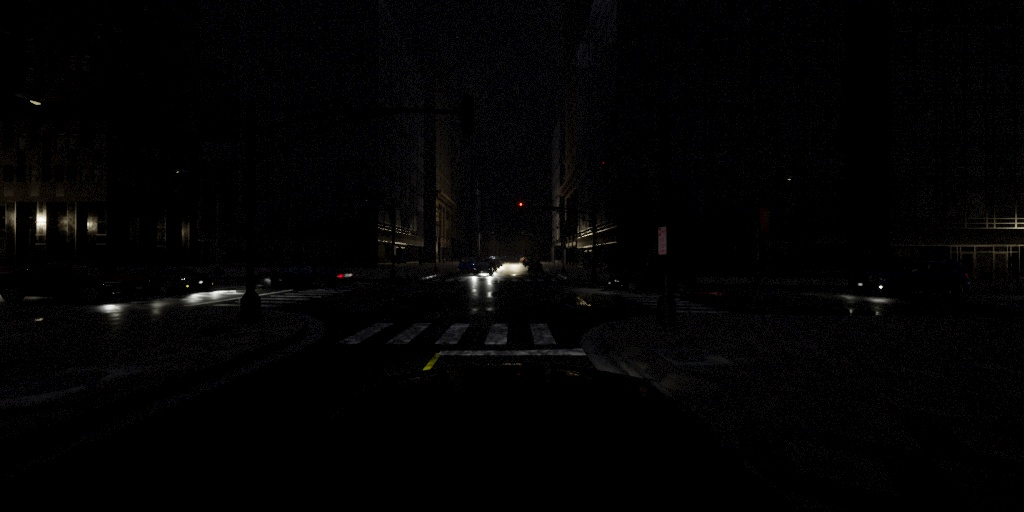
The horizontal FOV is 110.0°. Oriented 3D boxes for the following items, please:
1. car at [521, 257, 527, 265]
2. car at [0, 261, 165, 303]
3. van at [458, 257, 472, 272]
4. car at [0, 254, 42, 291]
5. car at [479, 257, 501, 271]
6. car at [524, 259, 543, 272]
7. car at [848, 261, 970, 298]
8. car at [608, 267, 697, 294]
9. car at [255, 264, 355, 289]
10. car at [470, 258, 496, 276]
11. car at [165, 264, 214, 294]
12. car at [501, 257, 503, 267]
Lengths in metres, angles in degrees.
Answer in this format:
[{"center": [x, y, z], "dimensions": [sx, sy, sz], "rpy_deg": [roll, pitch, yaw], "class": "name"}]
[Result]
[{"center": [2.988, 1.270, 62.013], "dimensions": [1.802, 1.307, 4.207], "rpy_deg": [0, 0, 0], "class": "car"}, {"center": [-17.610, 0.994, 14.538], "dimensions": [5.008, 1.535, 1.882], "rpy_deg": [1, 0, 0], "class": "car"}, {"center": [-5.646, 1.058, 45.118], "dimensions": [1.690, 1.789, 3.998], "rpy_deg": [0, 0, 0], "class": "van"}, {"center": [-27.029, 0.760, 17.843], "dimensions": [4.553, 1.767, 2.097], "rpy_deg": [1, 0, 0], "class": "car"}, {"center": [-2.875, 1.207, 46.321], "dimensions": [2.128, 1.511, 4.902], "rpy_deg": [0, 0, 0], "class": "car"}, {"center": [2.880, 1.283, 45.065], "dimensions": [1.948, 1.339, 4.313], "rpy_deg": [0, 0, 0], "class": "car"}, {"center": [23.160, 1.297, 21.023], "dimensions": [5.566, 2.045, 2.150], "rpy_deg": [0, 0, -1], "class": "car"}, {"center": [8.184, 1.387, 21.094], "dimensions": [4.892, 1.490, 1.837], "rpy_deg": [1, 0, 0], "class": "car"}, {"center": [-12.263, 1.156, 21.209], "dimensions": [5.357, 1.411, 2.033], "rpy_deg": [1, 0, 0], "class": "car"}, {"center": [-2.930, 1.252, 37.204], "dimensions": [1.812, 1.442, 4.674], "rpy_deg": [0, 0, 0], "class": "car"}, {"center": [-17.419, 1.094, 17.786], "dimensions": [4.181, 1.385, 1.994], "rpy_deg": [1, 0, 0], "class": "car"}, {"center": [-2.796, 1.225, 56.221], "dimensions": [1.812, 1.442, 4.674], "rpy_deg": [0, 0, 0], "class": "car"}]
